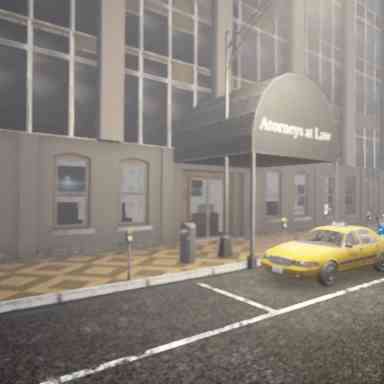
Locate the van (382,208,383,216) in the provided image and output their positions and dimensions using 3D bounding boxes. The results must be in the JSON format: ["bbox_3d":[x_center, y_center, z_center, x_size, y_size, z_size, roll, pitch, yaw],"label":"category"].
[{"bbox_3d":[8.697,1.386,12.752,3.998,1.788,1.690,0,0,-35],"label":"van"}]

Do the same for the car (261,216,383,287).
[{"bbox_3d":[4.026,1.553,9.434,4.829,1.417,1.752,0,0,-35],"label":"car"}]
